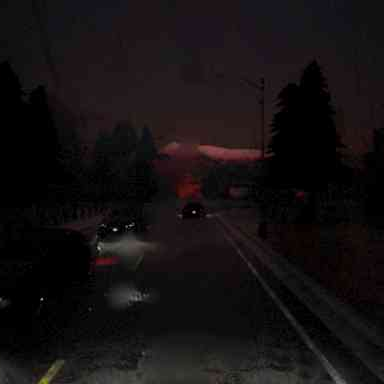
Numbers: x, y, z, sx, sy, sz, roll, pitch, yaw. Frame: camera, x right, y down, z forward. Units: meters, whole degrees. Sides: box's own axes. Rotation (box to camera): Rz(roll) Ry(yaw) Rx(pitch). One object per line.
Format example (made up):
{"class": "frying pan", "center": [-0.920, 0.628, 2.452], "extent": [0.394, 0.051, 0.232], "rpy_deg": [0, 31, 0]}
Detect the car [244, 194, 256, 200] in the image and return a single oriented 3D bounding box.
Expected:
{"class": "car", "center": [14.425, 1.347, 85.258], "extent": [2.007, 1.523, 4.514], "rpy_deg": [0, 0, 1]}

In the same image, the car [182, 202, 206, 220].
{"class": "car", "center": [0.169, 1.563, 28.004], "extent": [1.994, 1.385, 4.181], "rpy_deg": [0, 0, 0]}

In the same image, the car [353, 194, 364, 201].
{"class": "car", "center": [39.303, 1.322, 77.282], "extent": [2.007, 1.523, 4.514], "rpy_deg": [0, 0, 1]}

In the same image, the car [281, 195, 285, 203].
{"class": "car", "center": [17.182, 1.394, 66.609], "extent": [1.970, 1.475, 3.806], "rpy_deg": [0, 0, 1]}

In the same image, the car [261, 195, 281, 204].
{"class": "car", "center": [14.109, 1.382, 59.226], "extent": [1.845, 1.501, 3.633], "rpy_deg": [0, 0, 1]}

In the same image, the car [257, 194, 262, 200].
{"class": "car", "center": [17.563, 1.340, 85.271], "extent": [2.152, 1.636, 5.027], "rpy_deg": [0, 0, 1]}

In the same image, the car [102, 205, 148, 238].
{"class": "car", "center": [-3.534, 1.502, 17.819], "extent": [1.837, 1.490, 4.892], "rpy_deg": [0, 0, 1]}

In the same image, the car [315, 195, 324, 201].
{"class": "car", "center": [29.312, 1.337, 77.449], "extent": [1.845, 1.501, 3.633], "rpy_deg": [0, 0, 1]}

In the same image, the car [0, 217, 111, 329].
{"class": "car", "center": [-3.573, 1.545, 7.434], "extent": [2.033, 1.411, 5.357], "rpy_deg": [0, 0, 0]}
